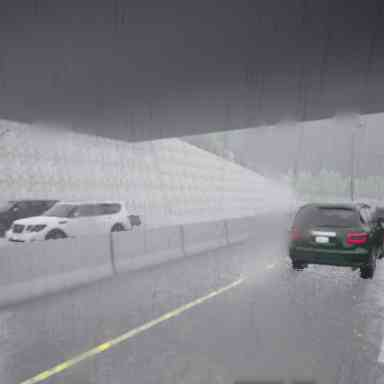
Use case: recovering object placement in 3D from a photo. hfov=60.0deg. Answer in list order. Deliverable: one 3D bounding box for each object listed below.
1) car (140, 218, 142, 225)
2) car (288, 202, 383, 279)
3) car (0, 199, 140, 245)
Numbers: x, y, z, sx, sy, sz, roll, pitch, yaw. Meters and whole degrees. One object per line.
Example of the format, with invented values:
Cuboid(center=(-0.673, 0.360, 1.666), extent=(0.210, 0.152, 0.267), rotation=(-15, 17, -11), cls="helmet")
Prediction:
Cuboid(center=(-5.474, 1.816, 20.912), extent=(2.033, 1.411, 5.357), rotation=(-1, -1, 34), cls="car")
Cuboid(center=(4.894, 1.355, 10.893), extent=(2.150, 2.045, 5.566), rotation=(-1, -1, 34), cls="car")
Cuboid(center=(-5.215, 1.416, 15.041), extent=(2.150, 2.045, 5.566), rotation=(-1, -1, 34), cls="car")
